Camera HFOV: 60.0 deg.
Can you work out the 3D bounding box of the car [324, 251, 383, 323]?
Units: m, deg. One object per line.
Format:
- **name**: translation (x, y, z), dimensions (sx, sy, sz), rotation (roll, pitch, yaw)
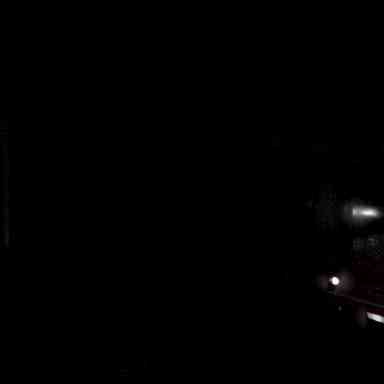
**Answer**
- **car**: translation (4.620, 1.614, 6.353), dimensions (4.718, 1.301, 1.895), rotation (0, 0, -35)
